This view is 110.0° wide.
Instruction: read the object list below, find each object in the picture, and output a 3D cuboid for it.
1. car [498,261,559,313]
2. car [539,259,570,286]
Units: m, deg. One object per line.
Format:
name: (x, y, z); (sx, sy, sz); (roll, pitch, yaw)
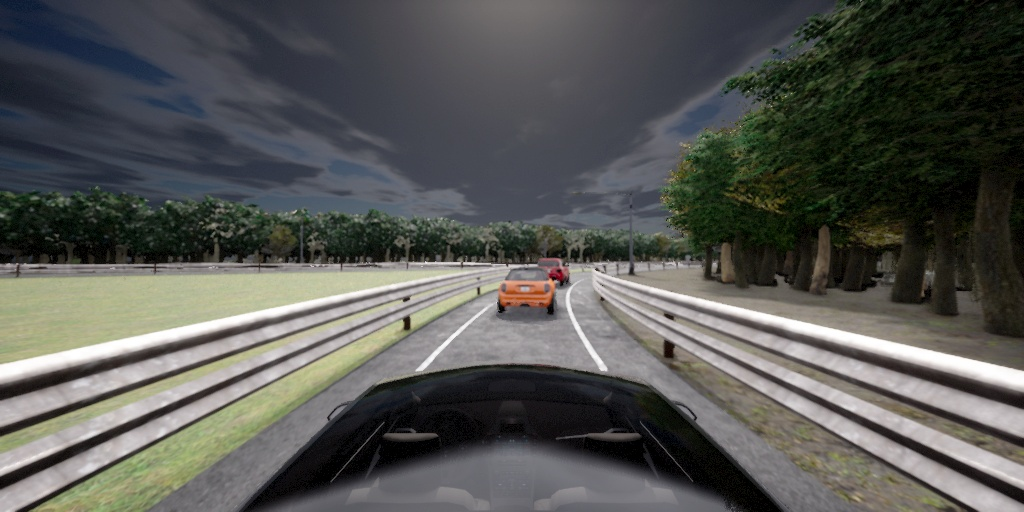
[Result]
car: (0.755, 1.232, 14.971); (2.097, 1.767, 4.553); (0, -1, 8)
car: (3.291, 1.243, 28.623); (2.150, 2.045, 5.566); (0, 0, 15)
